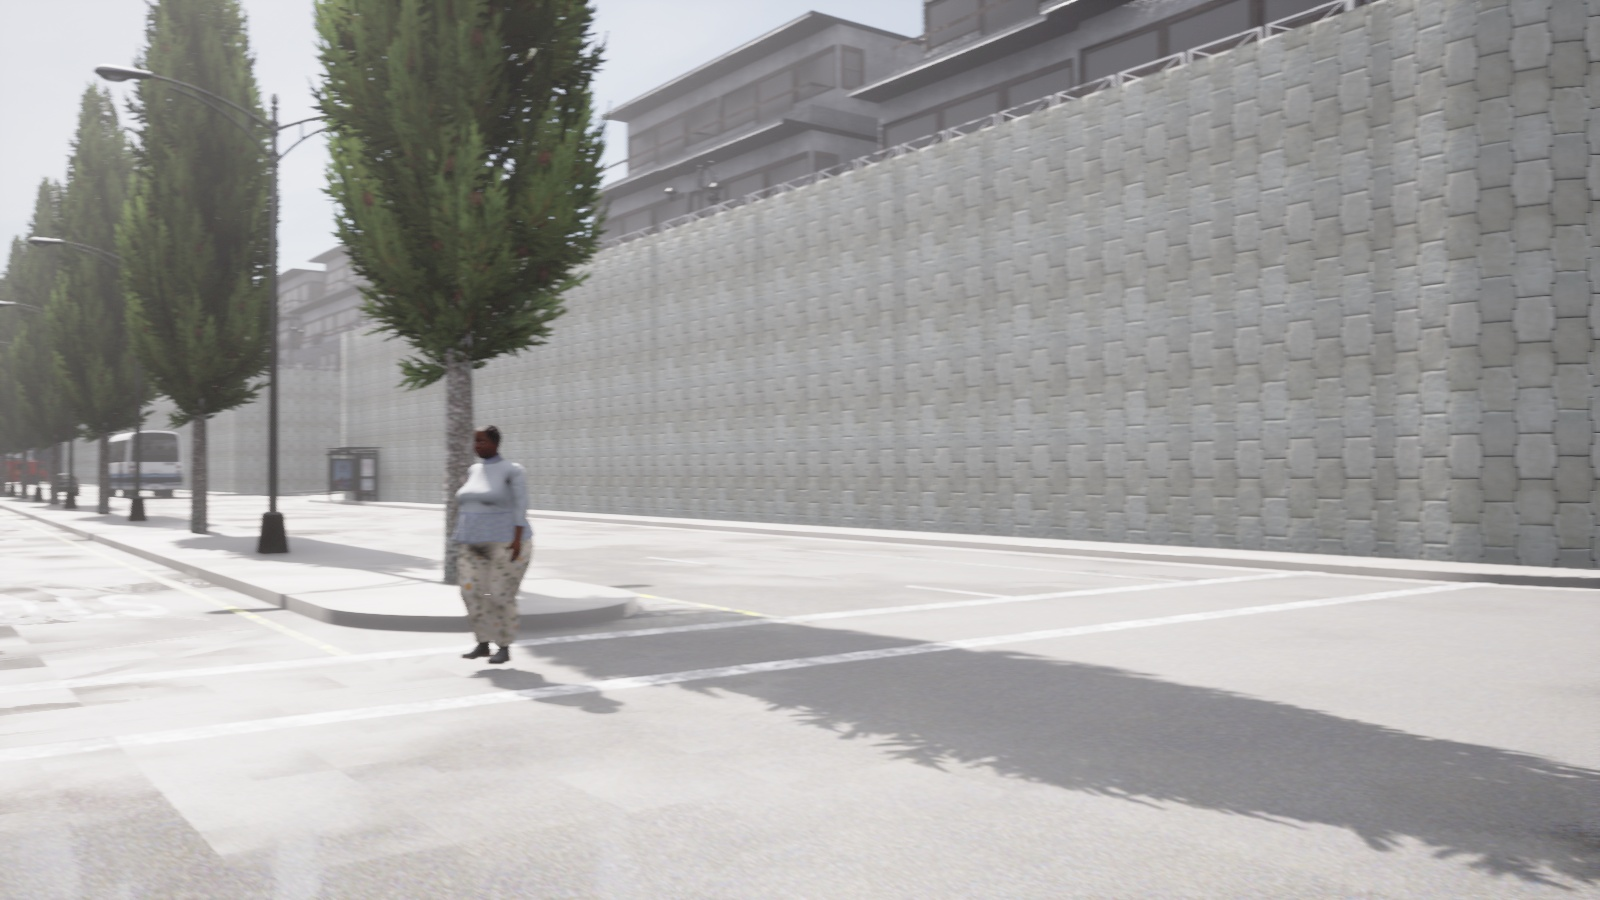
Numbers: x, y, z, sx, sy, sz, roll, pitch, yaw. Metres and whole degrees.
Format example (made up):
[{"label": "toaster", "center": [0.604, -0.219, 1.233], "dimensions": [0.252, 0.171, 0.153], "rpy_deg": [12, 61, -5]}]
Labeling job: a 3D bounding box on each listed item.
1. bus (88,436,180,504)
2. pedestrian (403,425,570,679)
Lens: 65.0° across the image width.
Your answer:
[{"label": "bus", "center": [-44.078, 1.346, 82.920], "dimensions": [3.944, 4.253, 10.273], "rpy_deg": [0, -1, -36]}, {"label": "pedestrian", "center": [-2.435, 0.756, 9.797], "dimensions": [0.874, 1.855, 0.900], "rpy_deg": [-1, -1, 31]}]
